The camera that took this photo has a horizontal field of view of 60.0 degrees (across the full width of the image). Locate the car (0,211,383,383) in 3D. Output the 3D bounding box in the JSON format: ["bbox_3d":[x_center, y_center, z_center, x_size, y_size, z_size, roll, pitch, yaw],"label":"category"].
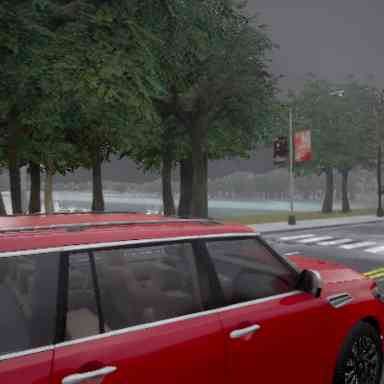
[{"bbox_3d":[-0.303,1.220,3.222,5.566,2.045,2.150,0,0,-35],"label":"car"}]
